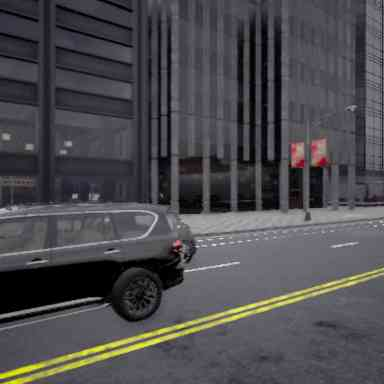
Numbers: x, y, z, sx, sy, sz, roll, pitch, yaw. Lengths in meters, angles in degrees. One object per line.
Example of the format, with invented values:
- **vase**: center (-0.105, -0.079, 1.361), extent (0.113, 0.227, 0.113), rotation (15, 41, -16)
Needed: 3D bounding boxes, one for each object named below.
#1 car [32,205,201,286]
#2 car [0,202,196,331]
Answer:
- **car**: center (-2.167, 1.356, 10.101), extent (4.553, 1.767, 2.097), rotation (0, 0, -35)
- **car**: center (-2.746, 1.222, 5.710), extent (5.566, 2.045, 2.150), rotation (0, 0, -35)
